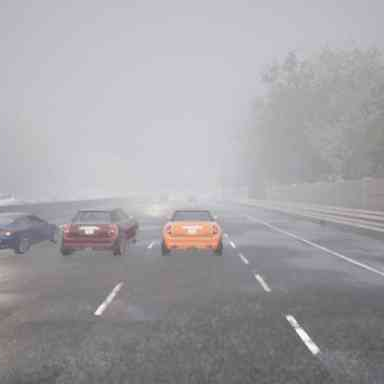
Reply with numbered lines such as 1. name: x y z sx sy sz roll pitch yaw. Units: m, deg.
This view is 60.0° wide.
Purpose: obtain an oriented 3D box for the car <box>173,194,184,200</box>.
1. car: -3.450 1.599 79.039 1.882 1.535 5.008 0 0 0

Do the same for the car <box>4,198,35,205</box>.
1. car: -21.029 1.667 41.819 1.895 1.301 4.718 0 0 1

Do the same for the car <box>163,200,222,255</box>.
1. car: 0.006 1.372 13.582 2.097 1.767 4.553 0 0 0

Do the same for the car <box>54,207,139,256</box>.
1. car: -3.489 1.372 13.424 2.097 1.767 4.553 0 0 0

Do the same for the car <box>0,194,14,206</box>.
1. car: -24.527 1.288 41.929 2.150 2.045 5.566 0 0 1

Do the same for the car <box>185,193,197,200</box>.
1. car: 0.046 1.466 73.112 2.097 1.767 4.553 0 0 0

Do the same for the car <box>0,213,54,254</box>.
1. car: -6.994 1.547 13.373 1.812 1.442 4.674 0 0 0

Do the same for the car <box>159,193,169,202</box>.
1. car: -6.948 1.353 83.010 2.150 2.045 5.566 0 0 0

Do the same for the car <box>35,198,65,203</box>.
1. car: -17.531 1.558 42.471 2.128 1.511 4.902 0 0 1
